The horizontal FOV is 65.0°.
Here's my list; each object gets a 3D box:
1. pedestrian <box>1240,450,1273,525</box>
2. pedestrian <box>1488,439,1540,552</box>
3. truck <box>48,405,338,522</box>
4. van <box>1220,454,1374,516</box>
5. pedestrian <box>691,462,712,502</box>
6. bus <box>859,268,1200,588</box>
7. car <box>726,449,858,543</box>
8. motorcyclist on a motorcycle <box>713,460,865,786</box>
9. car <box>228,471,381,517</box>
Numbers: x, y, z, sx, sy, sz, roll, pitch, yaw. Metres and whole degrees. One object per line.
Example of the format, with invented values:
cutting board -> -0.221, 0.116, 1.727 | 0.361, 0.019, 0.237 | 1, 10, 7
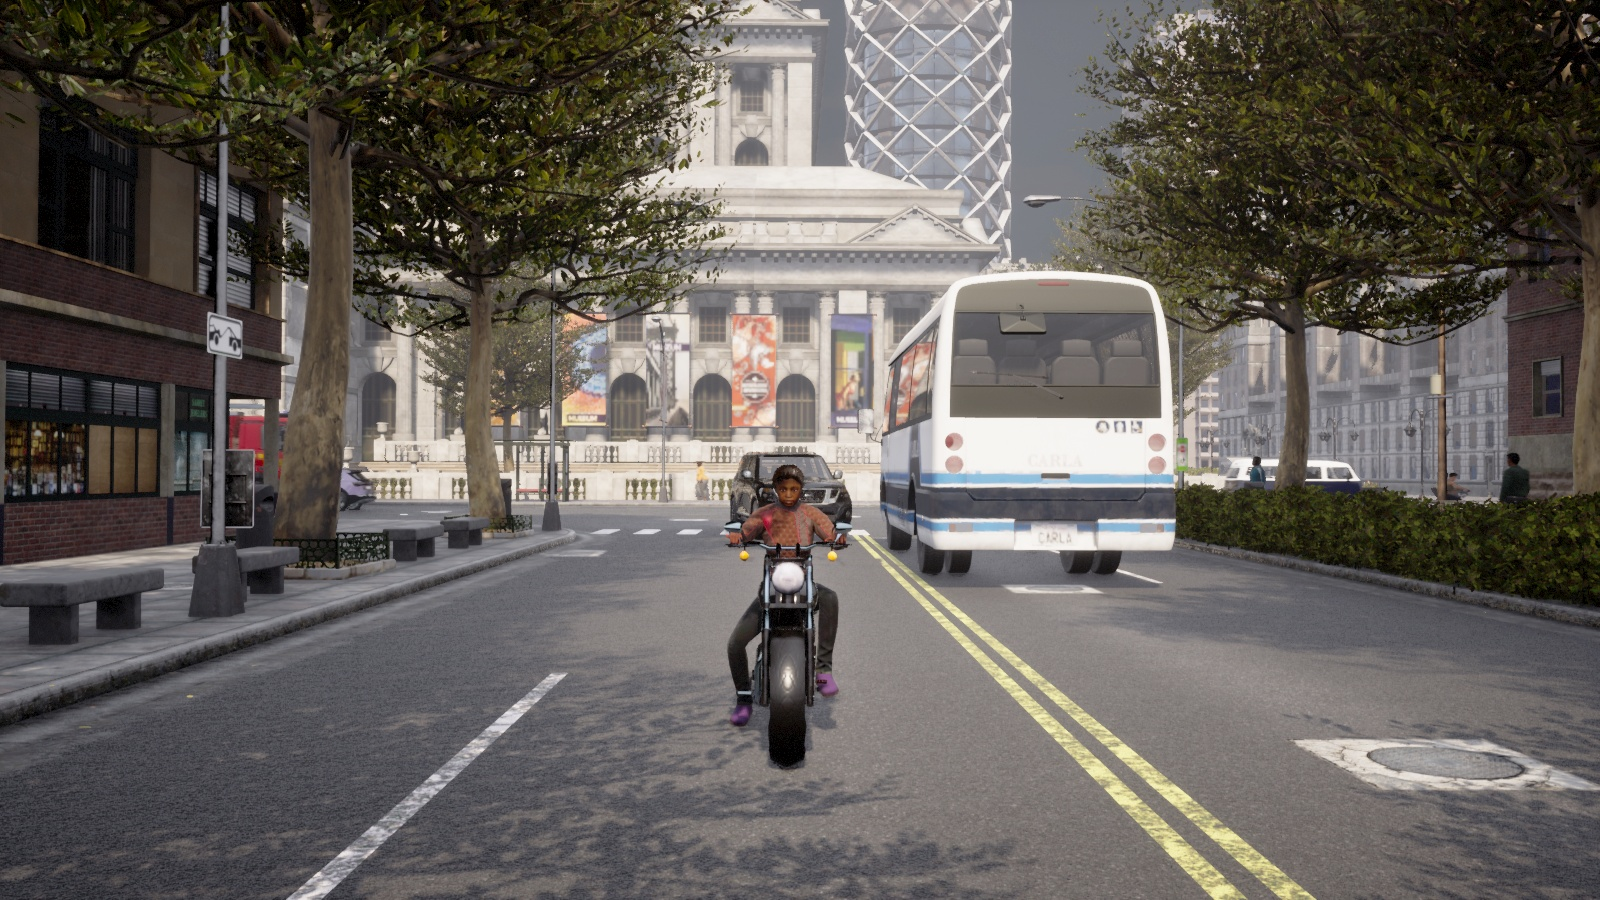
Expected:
pedestrian -> 11.855, 0.971, 32.639 | 0.692, 1.930, 0.396 | 0, -1, -7
pedestrian -> 12.603, 0.792, 22.170 | 0.423, 1.949, 0.788 | 0, -1, -2
truck -> -20.627, 0.455, 43.127 | 8.468, 3.827, 2.891 | 0, -1, -7
van -> 17.054, 1.194, 43.251 | 4.480, 2.038, 2.069 | 0, -1, 0
pedestrian -> -4.595, 1.470, 58.537 | 0.900, 1.855, 0.874 | 0, -1, -7
bus -> 3.303, -0.209, 21.872 | 3.944, 4.253, 10.273 | 0, -1, 0
car -> -0.332, 1.043, 30.316 | 2.150, 2.045, 5.566 | 0, -1, -12
motorcyclist on a motorcycle -> -0.065, 0.892, 7.543 | 0.766, 1.649, 2.350 | 0, -1, -1
car -> -18.342, 1.599, 46.628 | 4.856, 1.649, 2.033 | 0, -1, 0
